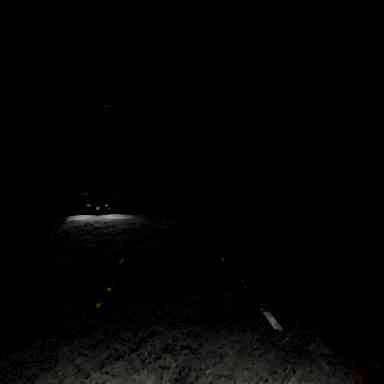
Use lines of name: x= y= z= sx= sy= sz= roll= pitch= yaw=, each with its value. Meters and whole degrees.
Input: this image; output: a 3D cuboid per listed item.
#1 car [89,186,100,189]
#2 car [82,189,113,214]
car: x=-18.989 y=-0.542 z=64.763 sx=2.033 sy=1.411 sz=5.357 roll=0 pitch=1 yaw=-9
car: x=-7.120 y=0.771 z=25.076 sx=1.837 sy=1.490 sz=4.892 roll=0 pitch=2 yaw=-16
